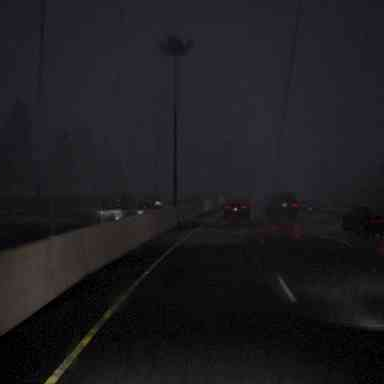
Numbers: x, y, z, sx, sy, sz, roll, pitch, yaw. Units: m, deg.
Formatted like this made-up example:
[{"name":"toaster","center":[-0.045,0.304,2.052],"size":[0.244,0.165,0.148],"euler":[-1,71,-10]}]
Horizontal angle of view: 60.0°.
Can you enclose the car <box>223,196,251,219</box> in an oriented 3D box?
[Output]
[{"name":"car","center":[3.698,1.330,27.333],"size":[2.163,1.488,4.792],"euler":[0,0,10]}]

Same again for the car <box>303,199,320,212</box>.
[{"name":"car","center":[12.344,1.394,35.700],"size":[1.895,1.301,4.718],"euler":[0,0,10]}]

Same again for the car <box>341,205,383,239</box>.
[{"name":"car","center":[8.912,1.390,16.478],"size":[1.882,1.535,5.008],"euler":[0,0,10]}]

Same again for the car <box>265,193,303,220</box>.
[{"name":"car","center":[7.143,1.062,26.618],"size":[2.150,2.045,5.566],"euler":[0,0,10]}]

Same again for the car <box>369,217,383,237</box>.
[{"name":"car","center":[3.826,1.341,2.977],"size":[2.097,1.767,4.553],"euler":[0,0,2]}]
